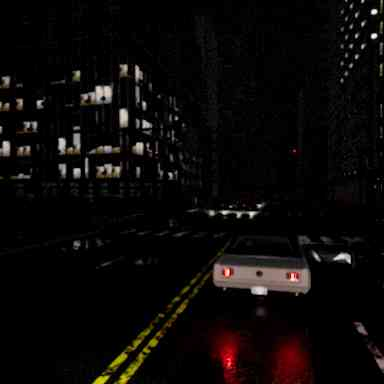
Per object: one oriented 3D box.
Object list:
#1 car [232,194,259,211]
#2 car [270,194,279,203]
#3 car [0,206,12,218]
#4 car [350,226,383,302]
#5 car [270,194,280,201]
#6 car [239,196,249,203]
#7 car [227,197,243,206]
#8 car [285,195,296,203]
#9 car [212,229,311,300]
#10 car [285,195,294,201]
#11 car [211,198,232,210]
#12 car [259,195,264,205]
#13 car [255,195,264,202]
[{"bbox_3d":[6.769,1.221,41.521,2.150,2.045,5.566,0,0,14],"label":"car"},{"bbox_3d":[17.608,1.571,70.750,1.895,1.301,4.718,0,0,14],"label":"car"},{"bbox_3d":[-16.855,1.442,27.160,4.313,1.339,1.947,1,1,15],"label":"car"},{"bbox_3d":[4.985,1.506,7.568,1.837,1.490,4.892,0,0,14],"label":"car"},{"bbox_3d":[20.052,1.332,80.416,2.128,1.511,4.902,0,0,14],"label":"car"},{"bbox_3d":[11.430,1.573,72.836,1.895,1.301,4.718,0,0,14],"label":"car"},{"bbox_3d":[7.580,1.539,57.935,2.033,1.411,5.357,0,0,14],"label":"car"},{"bbox_3d":[20.649,1.515,69.518,2.033,1.411,5.357,0,0,14],"label":"car"},{"bbox_3d":[1.870,1.602,8.522,1.895,1.301,4.718,0,0,15],"label":"car"},{"bbox_3d":[23.210,1.402,79.647,1.895,1.301,4.718,0,0,14],"label":"car"},{"bbox_3d":[3.647,1.477,42.455,1.882,1.535,5.008,0,0,14],"label":"car"},{"bbox_3d":[11.389,1.468,59.690,1.882,1.535,5.008,0,0,15],"label":"car"},{"bbox_3d":[15.321,1.491,74.968,1.812,1.442,4.674,0,0,14],"label":"car"}]
